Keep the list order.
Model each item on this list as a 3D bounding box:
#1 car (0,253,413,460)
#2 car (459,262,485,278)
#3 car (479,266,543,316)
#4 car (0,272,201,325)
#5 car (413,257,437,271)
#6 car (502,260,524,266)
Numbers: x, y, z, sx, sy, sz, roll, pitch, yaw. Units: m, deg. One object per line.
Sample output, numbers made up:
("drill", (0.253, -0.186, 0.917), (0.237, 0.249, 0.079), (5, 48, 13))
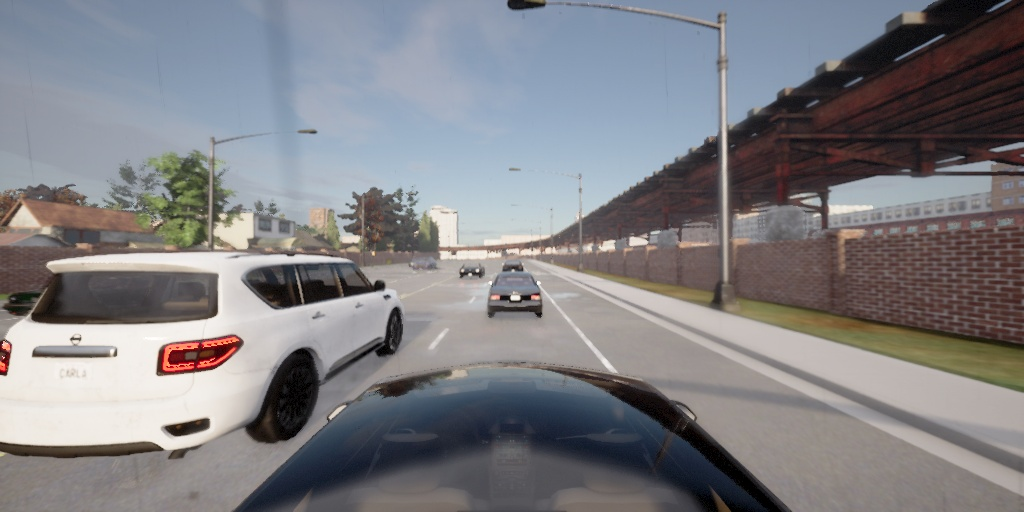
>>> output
("car", (-3.416, 0.978, 5.482), (2.150, 2.045, 5.566), (0, 0, 0))
("car", (-3.399, 1.212, 31.407), (1.895, 1.301, 4.718), (0, 0, 0))
("car", (0.100, 1.279, 13.174), (2.033, 1.411, 5.357), (0, 0, 0))
("car", (-14.100, 1.336, 12.797), (1.895, 1.301, 4.718), (0, 0, 0))
("car", (-10.578, 0.881, 43.700), (2.097, 1.767, 4.553), (0, 1, 0))
("car", (0.101, 1.079, 32.841), (1.882, 1.535, 5.008), (0, 0, 0))
